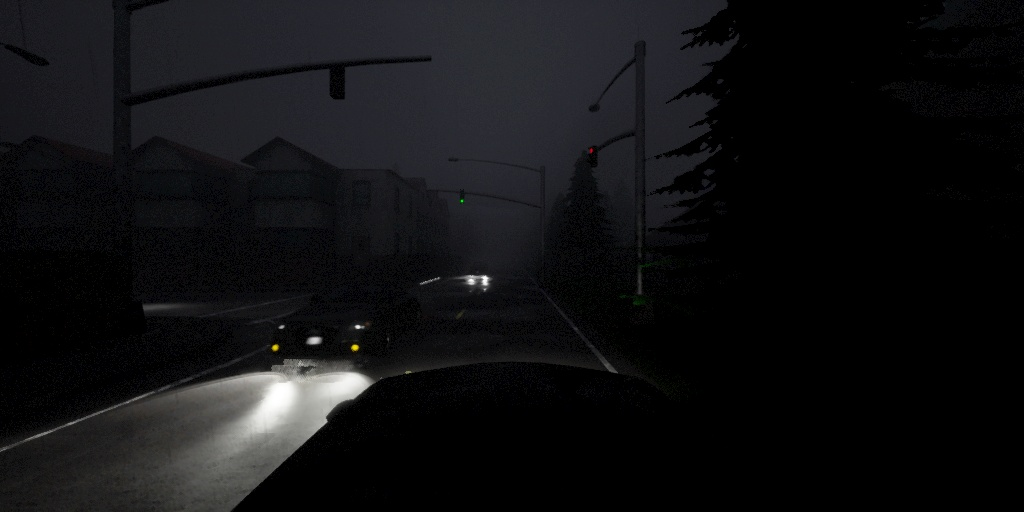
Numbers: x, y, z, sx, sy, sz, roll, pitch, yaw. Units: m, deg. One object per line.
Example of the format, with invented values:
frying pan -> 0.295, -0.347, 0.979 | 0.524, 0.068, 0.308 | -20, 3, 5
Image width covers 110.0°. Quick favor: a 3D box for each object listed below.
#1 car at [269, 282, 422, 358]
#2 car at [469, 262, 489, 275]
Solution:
car -> -3.505, 1.312, 8.353 | 1.994, 1.385, 4.181 | 0, 0, 0
car -> -3.536, 1.342, 38.948 | 1.895, 1.301, 4.718 | 0, 0, 0
